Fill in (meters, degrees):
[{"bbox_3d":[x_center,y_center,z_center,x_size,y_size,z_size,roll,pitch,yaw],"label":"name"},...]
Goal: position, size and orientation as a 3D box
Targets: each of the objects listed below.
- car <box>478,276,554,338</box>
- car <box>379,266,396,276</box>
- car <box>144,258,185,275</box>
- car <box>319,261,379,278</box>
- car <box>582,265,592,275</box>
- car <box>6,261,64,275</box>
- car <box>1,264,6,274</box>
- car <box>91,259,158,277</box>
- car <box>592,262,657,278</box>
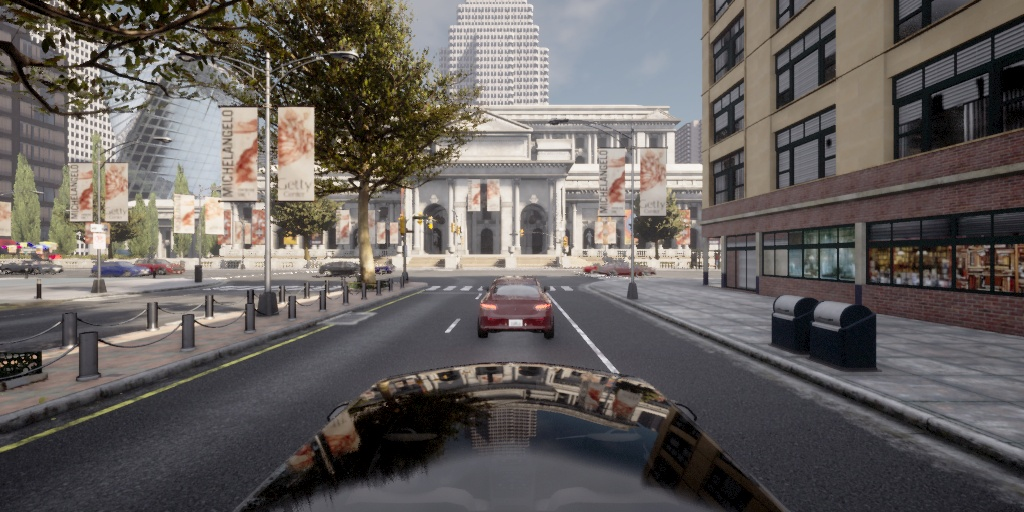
[{"bbox_3d":[0.118,1.276,10.021,1.812,1.442,4.674,0,0,1],"label":"car"},{"bbox_3d":[-14.711,1.351,37.496,4.718,1.301,1.895,0,0,1],"label":"car"},{"bbox_3d":[-37.279,1.102,37.744,4.553,1.767,2.097,0,0,0],"label":"car"},{"bbox_3d":[-15.652,1.255,34.007,4.892,1.490,1.837,0,0,1],"label":"car"},{"bbox_3d":[9.669,1.351,37.209,4.718,1.301,1.895,0,0,1],"label":"car"},{"bbox_3d":[-50.421,1.241,37.759,4.902,1.511,2.128,0,0,-2],"label":"car"},{"bbox_3d":[-52.061,1.313,34.198,4.181,1.385,1.994,0,0,-3],"label":"car"},{"bbox_3d":[-37.311,1.276,34.249,4.674,1.442,1.812,0,0,0],"label":"car"},{"bbox_3d":[10.633,1.297,33.698,5.357,1.411,2.033,0,0,1],"label":"car"}]
